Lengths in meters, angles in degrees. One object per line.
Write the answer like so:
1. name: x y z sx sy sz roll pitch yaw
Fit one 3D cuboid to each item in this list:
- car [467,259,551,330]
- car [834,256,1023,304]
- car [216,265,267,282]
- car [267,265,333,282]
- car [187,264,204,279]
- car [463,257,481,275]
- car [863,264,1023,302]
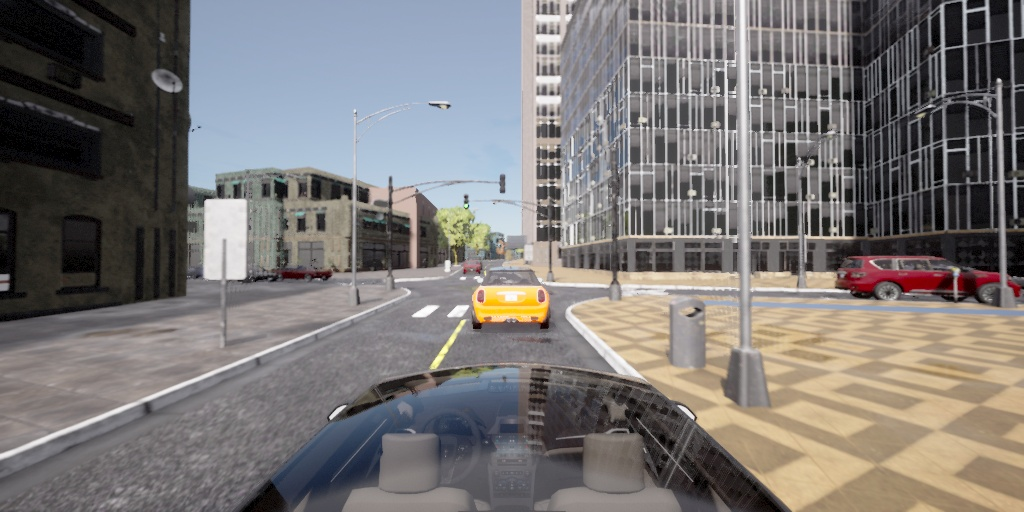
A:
1. car: -0.056 1.098 11.325 2.097 1.767 4.553 0 0 -1
2. car: 16.211 0.914 14.366 5.009 1.841 2.192 0 0 19
3. car: -19.834 1.309 27.091 4.313 1.339 1.948 0 0 19
4. car: -16.726 1.374 28.628 4.718 1.301 1.895 0 -1 19
5. car: -26.499 1.358 32.041 5.357 1.411 2.033 0 -1 19
6. car: -4.424 1.212 39.954 1.882 1.535 5.008 0 0 -5
7. car: 19.421 1.123 16.027 4.902 1.511 2.128 0 -1 20
